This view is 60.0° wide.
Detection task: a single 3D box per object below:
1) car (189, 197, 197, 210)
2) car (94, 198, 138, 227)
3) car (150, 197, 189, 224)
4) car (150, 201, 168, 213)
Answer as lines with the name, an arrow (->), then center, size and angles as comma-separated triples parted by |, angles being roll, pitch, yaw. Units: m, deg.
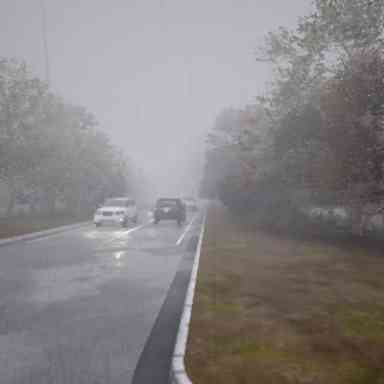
car -> -0.493, 1.809, 53.962 | 2.150, 2.045, 5.566 | 0, -2, 3
car -> -5.586, 1.469, 25.188 | 2.150, 2.045, 5.566 | 0, -1, 3
car -> -1.766, 1.519, 27.525 | 2.150, 2.045, 5.566 | 0, -1, 3
car -> -4.494, 2.023, 45.755 | 1.837, 1.490, 4.892 | 0, -1, 3
